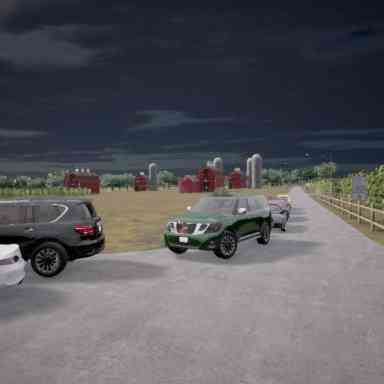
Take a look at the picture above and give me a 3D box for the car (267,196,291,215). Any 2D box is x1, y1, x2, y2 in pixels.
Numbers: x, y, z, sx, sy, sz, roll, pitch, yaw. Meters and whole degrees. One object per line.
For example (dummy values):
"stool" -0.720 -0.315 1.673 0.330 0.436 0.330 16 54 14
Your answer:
"car" 8.126 1.208 30.819 1.837 1.490 4.892 0 0 17

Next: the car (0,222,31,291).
"car" -5.849 1.614 6.436 4.674 1.442 1.812 -2 1 -29

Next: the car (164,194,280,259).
"car" 1.271 1.112 12.702 2.150 2.045 5.566 0 0 34

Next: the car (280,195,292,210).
"car" 6.215 1.243 24.770 1.882 1.535 5.008 0 0 17

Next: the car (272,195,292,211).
"car" 9.929 1.122 36.525 1.882 1.535 5.008 0 1 18

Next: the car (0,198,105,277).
"car" -5.385 1.231 9.616 5.566 2.045 2.150 -1 1 -4

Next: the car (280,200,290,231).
"car" 4.376 1.386 19.032 1.994 1.385 4.181 0 0 17
